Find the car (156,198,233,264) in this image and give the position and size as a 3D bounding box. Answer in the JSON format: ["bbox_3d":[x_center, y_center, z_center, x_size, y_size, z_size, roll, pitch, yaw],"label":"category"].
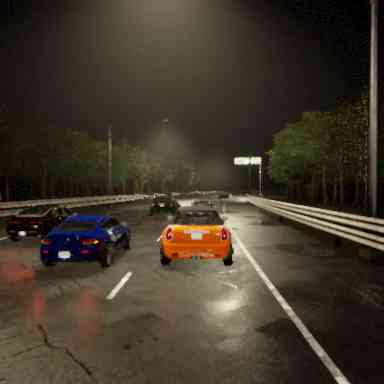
[{"bbox_3d":[0.193,1.248,11.523,2.097,1.767,4.553,0,1,2],"label":"car"}]

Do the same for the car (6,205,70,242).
[{"bbox_3d":[-6.559,1.353,15.444,1.837,1.490,4.892,0,1,2],"label":"car"}]

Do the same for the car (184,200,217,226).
[{"bbox_3d":[0.691,1.343,22.982,2.033,1.411,5.357,0,1,3],"label":"car"}]

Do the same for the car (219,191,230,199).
[{"bbox_3d":[7.456,0.654,76.386,2.097,1.767,4.553,0,1,11],"label":"car"}]

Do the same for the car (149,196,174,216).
[{"bbox_3d":[-2.291,1.089,28.906,2.097,1.767,4.553,0,1,4],"label":"car"}]

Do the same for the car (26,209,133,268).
[{"bbox_3d":[-3.214,1.422,10.828,1.812,1.442,4.674,0,1,1],"label":"car"}]
